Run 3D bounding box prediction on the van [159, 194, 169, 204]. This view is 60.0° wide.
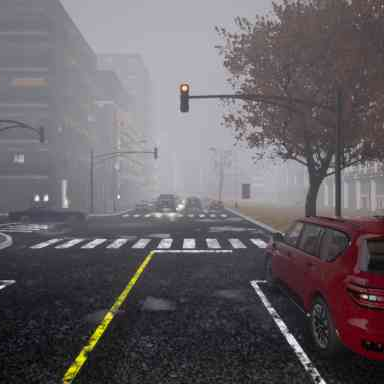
[{"bbox_3d":[-5.571,1.384,65.979,1.690,1.788,3.998,0,0,0],"label":"van"}]

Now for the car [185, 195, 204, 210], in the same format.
[{"bbox_3d":[0.171,1.368,43.561,2.097,1.767,4.553,0,0,0],"label":"car"}]

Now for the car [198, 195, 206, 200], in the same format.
[{"bbox_3d":[2.859,1.637,93.627,2.008,1.369,4.403,0,0,0],"label":"car"}]

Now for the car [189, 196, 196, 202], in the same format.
[{"bbox_3d":[0.145,1.586,79.830,1.812,1.442,4.674,0,0,0],"label":"car"}]

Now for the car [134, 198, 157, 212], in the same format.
[{"bbox_3d":[-5.620,1.563,38.315,2.008,1.369,4.403,0,0,0],"label":"car"}]

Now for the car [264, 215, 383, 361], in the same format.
[{"bbox_3d":[2.702,1.315,5.912,2.192,1.841,5.009,0,0,0],"label":"car"}]

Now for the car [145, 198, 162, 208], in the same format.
[{"bbox_3d":[-5.601,1.573,49.381,2.008,1.369,4.403,0,0,0],"label":"car"}]

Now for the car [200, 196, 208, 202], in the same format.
[{"bbox_3d":[2.830,1.583,77.199,1.752,1.417,4.829,0,0,0],"label":"car"}]

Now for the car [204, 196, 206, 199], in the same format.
[{"bbox_3d":[2.780,1.548,49.535,1.752,1.417,4.829,0,0,0],"label":"car"}]

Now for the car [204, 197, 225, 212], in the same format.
[{"bbox_3d":[2.760,1.557,38.300,1.887,1.381,4.507,0,0,0],"label":"car"}]

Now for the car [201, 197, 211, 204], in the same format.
[{"bbox_3d":[2.810,1.625,65.963,1.802,1.307,4.206,0,0,0],"label":"car"}]

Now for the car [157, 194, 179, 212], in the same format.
[{"bbox_3d":[-3.020,1.235,40.061,2.150,2.045,5.566,0,0,0],"label":"car"}]

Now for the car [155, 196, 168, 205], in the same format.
[{"bbox_3d":[-5.581,1.476,60.446,1.967,1.590,4.097,0,0,0],"label":"car"}]

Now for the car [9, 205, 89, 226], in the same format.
[{"bbox_3d":[-9.384,1.530,22.218,4.718,1.301,1.895,2,0,-10],"label":"car"}]

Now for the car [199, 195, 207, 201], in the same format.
[{"bbox_3d":[2.849,1.620,88.094,1.887,1.381,4.507,0,0,0],"label":"car"}]

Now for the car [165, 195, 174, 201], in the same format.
[{"bbox_3d":[-5.541,1.506,82.577,1.967,1.590,4.097,0,0,0],"label":"car"}]

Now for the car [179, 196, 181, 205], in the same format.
[{"bbox_3d":[-2.993,1.528,50.079,1.837,1.490,4.892,0,0,0],"label":"car"}]
